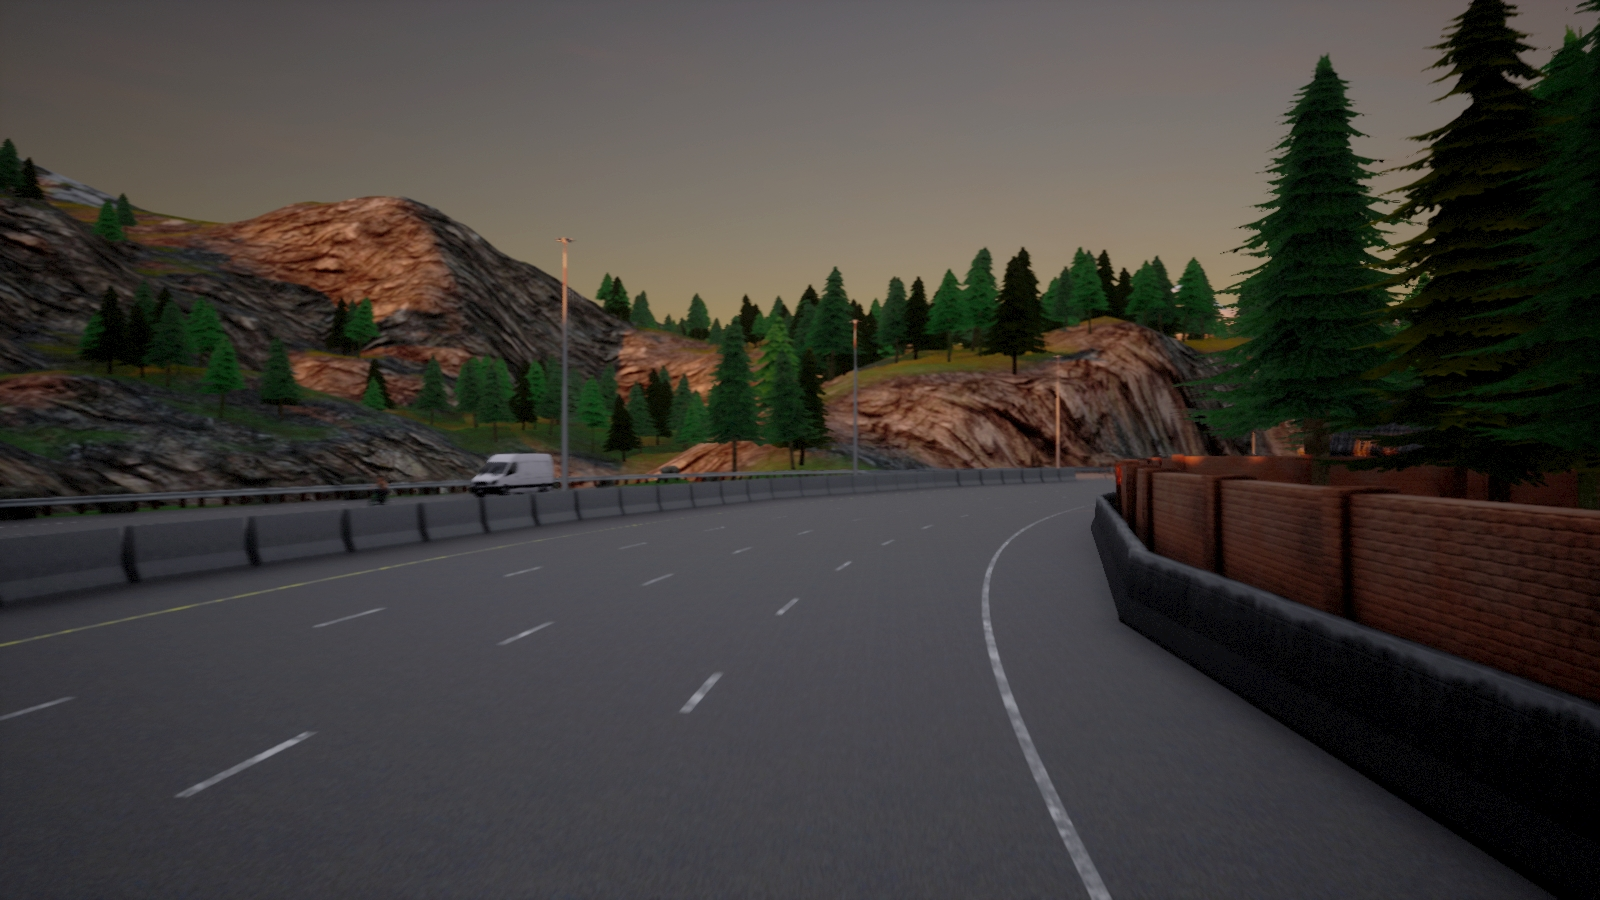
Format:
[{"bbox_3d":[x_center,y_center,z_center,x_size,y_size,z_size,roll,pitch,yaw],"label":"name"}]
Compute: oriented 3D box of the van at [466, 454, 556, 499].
[{"bbox_3d":[-17.170,1.503,68.151,1.988,2.561,5.915,0,0,24],"label":"van"}]
